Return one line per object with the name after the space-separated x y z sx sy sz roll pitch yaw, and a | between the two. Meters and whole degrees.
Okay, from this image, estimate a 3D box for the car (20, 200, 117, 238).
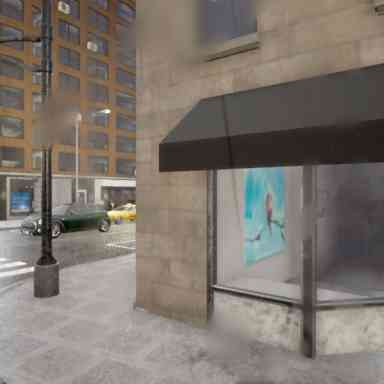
-6.634 1.365 17.825 2.097 1.767 4.553 0 0 36 | car

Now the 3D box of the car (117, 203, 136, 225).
-4.829 1.547 24.650 1.752 1.417 4.829 0 0 36 | car
